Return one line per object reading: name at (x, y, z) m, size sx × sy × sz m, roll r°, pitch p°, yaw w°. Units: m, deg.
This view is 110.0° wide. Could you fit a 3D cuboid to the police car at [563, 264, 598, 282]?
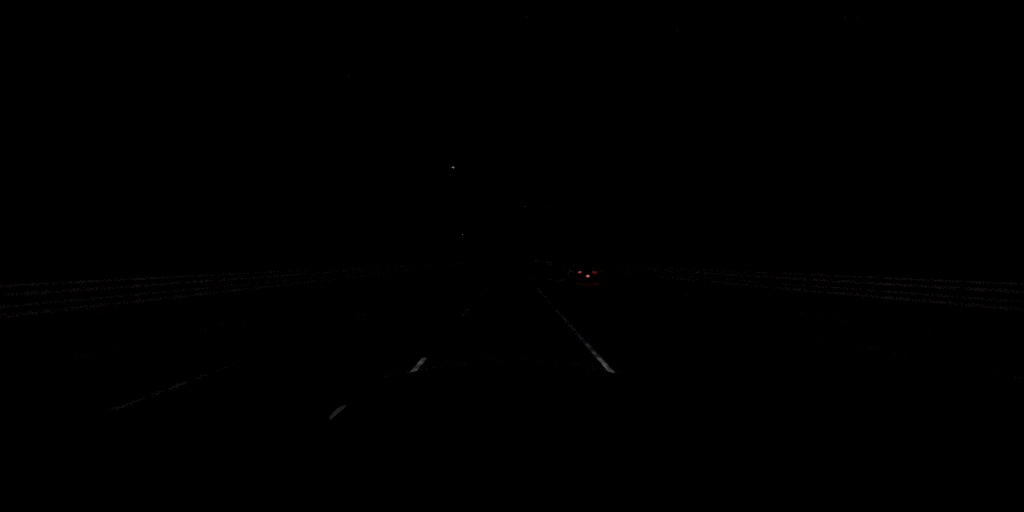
police car at (6.093, 1.559, 32.577) m, size 2.038 × 1.542 × 4.974 m, roll 1°, pitch -1°, yaw -7°
